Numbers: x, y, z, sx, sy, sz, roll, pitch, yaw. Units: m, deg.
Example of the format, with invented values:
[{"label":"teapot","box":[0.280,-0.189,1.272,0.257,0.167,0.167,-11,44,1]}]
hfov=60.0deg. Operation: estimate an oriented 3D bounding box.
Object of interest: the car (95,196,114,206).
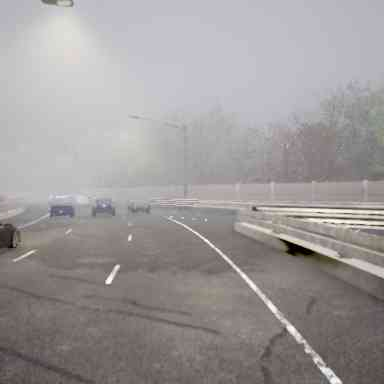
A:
[{"label":"car","box":[-14.597,1.499,55.218,1.812,1.442,4.674,-1,-2,-32]}]

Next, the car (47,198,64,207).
[{"label":"car","box":[-22.411,1.651,54.489,1.994,1.385,4.181,0,0,-31]}]

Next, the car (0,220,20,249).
[{"label":"car","box":[-7.760,1.539,11.691,1.837,1.490,4.892,0,0,-7]}]

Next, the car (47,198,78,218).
[{"label":"car","box":[-11.868,1.523,30.714,1.882,1.535,5.008,0,0,-17]}]

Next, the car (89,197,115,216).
[{"label":"car","box":[-8.923,1.379,33.307,2.097,1.767,4.553,0,0,-18]}]

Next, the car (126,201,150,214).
[{"label":"car","box":[-5.817,1.609,35.321,1.895,1.301,4.718,0,0,-19]}]

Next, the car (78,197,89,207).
[{"label":"car","box":[-17.701,1.588,53.377,1.812,1.442,4.674,0,0,-29]}]
